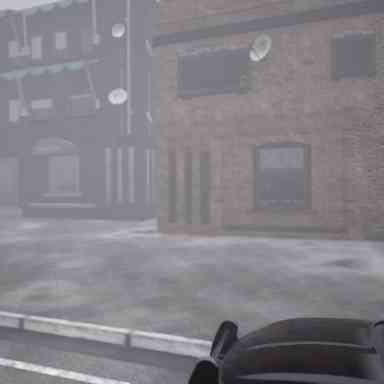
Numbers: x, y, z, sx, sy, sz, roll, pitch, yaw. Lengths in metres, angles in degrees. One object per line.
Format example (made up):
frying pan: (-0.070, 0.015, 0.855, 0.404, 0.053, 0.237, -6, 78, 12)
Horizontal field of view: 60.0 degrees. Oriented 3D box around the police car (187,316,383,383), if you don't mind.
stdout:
police car: (2.523, 1.445, 2.212, 5.238, 1.638, 1.930, 0, 0, 18)
